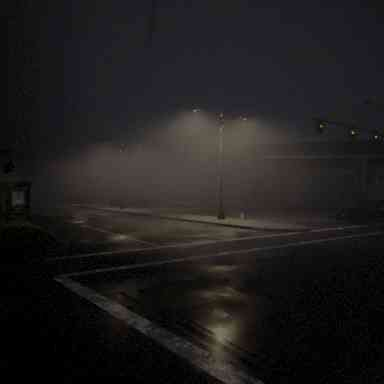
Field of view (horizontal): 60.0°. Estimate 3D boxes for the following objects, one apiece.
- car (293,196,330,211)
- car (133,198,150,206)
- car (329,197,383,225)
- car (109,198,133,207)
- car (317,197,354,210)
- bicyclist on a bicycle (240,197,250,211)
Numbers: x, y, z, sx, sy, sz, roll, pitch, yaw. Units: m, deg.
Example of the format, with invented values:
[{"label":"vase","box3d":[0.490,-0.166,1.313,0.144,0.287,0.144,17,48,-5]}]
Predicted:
[{"label":"car","box3d":[13.867,1.295,38.113,2.242,1.667,4.611,0,0,-35]},{"label":"car","box3d":[-8.355,1.564,53.031,1.994,1.385,4.181,0,0,-35]},{"label":"car","box3d":[12.511,1.352,23.325,2.097,1.767,4.553,0,0,-35]},{"label":"car","box3d":[-11.125,1.564,50.712,1.994,1.385,4.181,0,0,-35]},{"label":"car","box3d":[18.130,1.456,42.039,1.970,1.475,3.806,0,0,-35]},{"label":"bicyclist on a bicycle","box3d":[6.289,1.430,39.750,1.656,1.620,0.582,-6,-7,-37]}]
